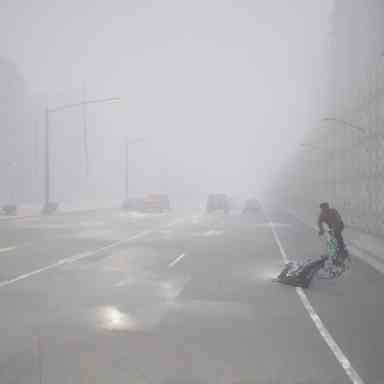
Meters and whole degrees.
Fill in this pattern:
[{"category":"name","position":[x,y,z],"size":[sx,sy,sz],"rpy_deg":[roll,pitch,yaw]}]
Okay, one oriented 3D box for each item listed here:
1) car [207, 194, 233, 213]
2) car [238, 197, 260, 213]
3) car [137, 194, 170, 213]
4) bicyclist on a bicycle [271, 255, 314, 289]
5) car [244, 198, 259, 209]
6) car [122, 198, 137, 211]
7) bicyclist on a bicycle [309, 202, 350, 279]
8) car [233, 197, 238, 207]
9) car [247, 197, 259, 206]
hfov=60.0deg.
[{"category":"car","position":[2.966,1.219,36.705],"size":[2.150,2.045,5.566],"rpy_deg":[0,0,11]},{"category":"car","position":[6.559,1.545,36.800],"size":[2.033,1.411,5.357],"rpy_deg":[0,0,11]},{"category":"car","position":[-4.062,1.219,38.198],"size":[2.150,2.045,5.566],"rpy_deg":[0,0,11]},{"category":"bicyclist on a bicycle","position":[2.741,2.016,8.211],"size":[1.620,0.582,1.656],"rpy_deg":[-24,6,-5]},{"category":"car","position":[8.475,1.560,46.901],"size":[1.994,1.385,4.181],"rpy_deg":[0,0,11]},{"category":"car","position":[-7.002,1.474,41.319],"size":[1.882,1.535,5.008],"rpy_deg":[0,0,11]},{"category":"bicyclist on a bicycle","position":[3.284,1.047,7.716],"size":[0.582,1.620,1.656],"rpy_deg":[-18,-14,37]},{"category":"car","position":[4.967,1.544,47.209],"size":[2.033,1.411,5.357],"rpy_deg":[0,0,11]},{"category":"car","position":[10.432,1.543,56.717],"size":[2.033,1.411,5.357],"rpy_deg":[0,0,11]}]
